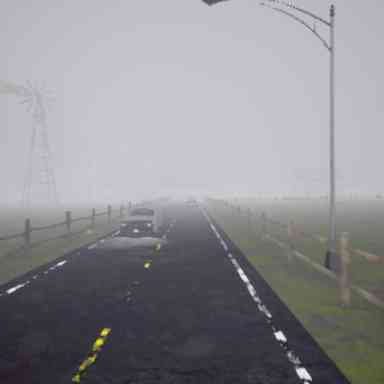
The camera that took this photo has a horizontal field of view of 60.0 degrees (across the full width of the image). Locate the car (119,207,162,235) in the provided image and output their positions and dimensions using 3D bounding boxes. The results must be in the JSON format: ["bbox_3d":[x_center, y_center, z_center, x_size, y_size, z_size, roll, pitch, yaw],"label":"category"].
[{"bbox_3d":[-2.785,1.569,19.304,2.033,1.411,5.357,0,0,0],"label":"car"}]

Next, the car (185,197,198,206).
[{"bbox_3d":[-0.028,1.587,58.108,2.128,1.511,4.902,0,0,0],"label":"car"}]

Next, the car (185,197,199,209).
[{"bbox_3d":[-0.023,1.637,48.072,1.994,1.385,4.181,0,0,0],"label":"car"}]
